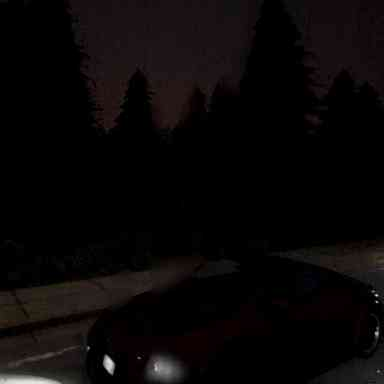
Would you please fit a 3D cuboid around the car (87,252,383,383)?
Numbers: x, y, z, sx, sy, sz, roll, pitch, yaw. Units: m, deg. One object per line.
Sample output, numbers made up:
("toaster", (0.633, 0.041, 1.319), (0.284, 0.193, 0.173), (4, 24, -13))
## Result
("car", (0.784, 1.596, 4.545), (4.181, 1.385, 1.994), (1, 0, -35))
